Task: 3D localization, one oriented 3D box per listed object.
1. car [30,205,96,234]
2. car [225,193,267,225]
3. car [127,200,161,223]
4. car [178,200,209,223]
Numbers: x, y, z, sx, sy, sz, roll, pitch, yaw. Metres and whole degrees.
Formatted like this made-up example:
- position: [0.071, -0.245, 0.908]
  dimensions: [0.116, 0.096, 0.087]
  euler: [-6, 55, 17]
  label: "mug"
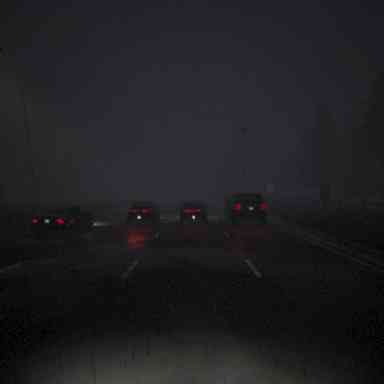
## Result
- position: [-6.895, 1.435, 18.336]
  dimensions: [2.033, 1.411, 5.357]
  euler: [0, 0, 0]
  label: "car"
- position: [3.606, 1.080, 22.945]
  dimensions: [2.150, 2.045, 5.566]
  euler: [0, 0, 0]
  label: "car"
- position: [-3.394, 1.359, 23.780]
  dimensions: [1.837, 1.490, 4.892]
  euler: [0, 0, 0]
  label: "car"
- position: [0.108, 1.359, 23.798]
  dimensions: [1.837, 1.490, 4.892]
  euler: [0, 0, 0]
  label: "car"
